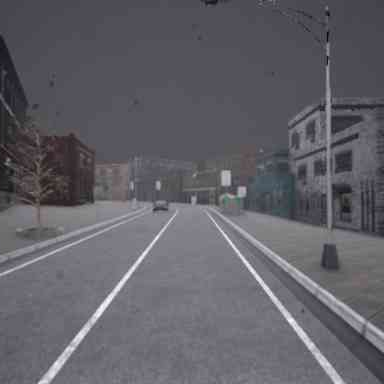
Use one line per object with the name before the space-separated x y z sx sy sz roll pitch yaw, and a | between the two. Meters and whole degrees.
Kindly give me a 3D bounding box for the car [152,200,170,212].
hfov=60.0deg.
car | -3.680 1.678 40.216 2.033 1.411 5.357 0 0 -1
